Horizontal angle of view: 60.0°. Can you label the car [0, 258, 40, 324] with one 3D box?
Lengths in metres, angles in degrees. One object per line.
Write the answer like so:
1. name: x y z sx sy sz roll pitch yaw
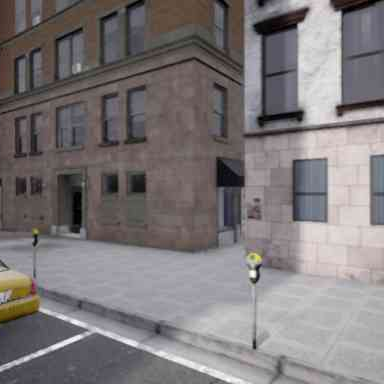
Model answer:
1. car: -4.767 1.543 6.212 4.829 1.417 1.752 0 0 36
